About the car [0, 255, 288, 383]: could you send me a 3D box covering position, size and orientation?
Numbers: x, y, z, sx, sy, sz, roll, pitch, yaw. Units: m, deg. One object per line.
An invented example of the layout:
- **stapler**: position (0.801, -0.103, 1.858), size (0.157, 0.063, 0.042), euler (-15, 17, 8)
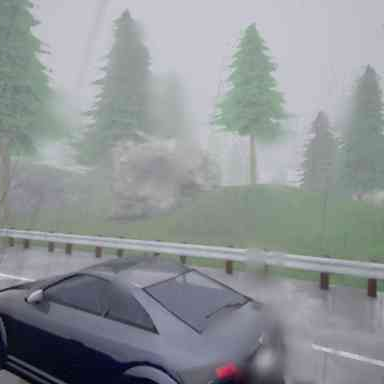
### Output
- **car**: position (-0.971, 1.556, 4.256), size (4.181, 1.385, 1.994), euler (0, 0, 34)
